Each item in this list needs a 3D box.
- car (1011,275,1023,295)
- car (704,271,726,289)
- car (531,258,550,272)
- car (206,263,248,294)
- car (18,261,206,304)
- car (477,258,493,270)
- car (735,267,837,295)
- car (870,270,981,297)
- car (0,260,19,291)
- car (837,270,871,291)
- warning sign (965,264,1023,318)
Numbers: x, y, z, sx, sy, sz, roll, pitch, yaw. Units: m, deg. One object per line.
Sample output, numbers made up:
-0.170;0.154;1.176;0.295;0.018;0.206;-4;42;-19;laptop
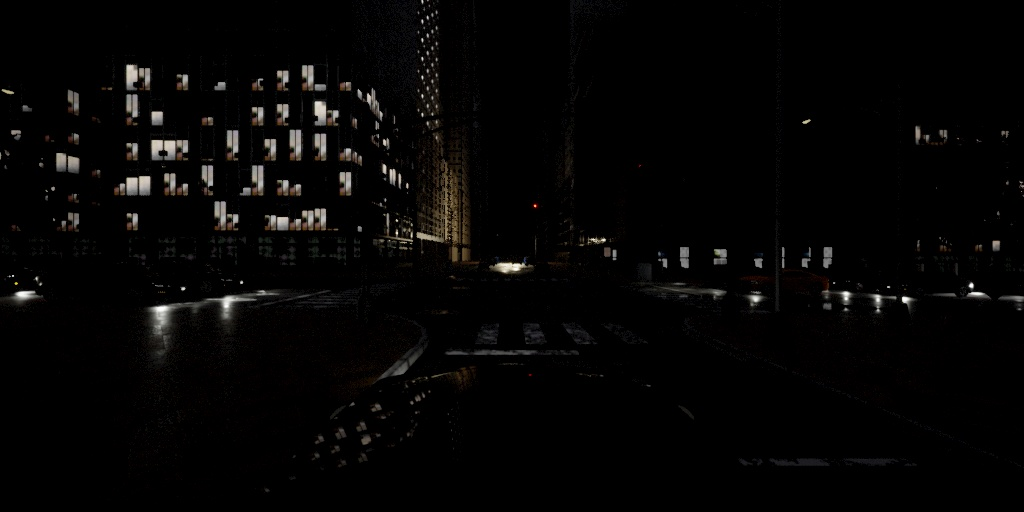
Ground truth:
35.916;2.021;23.158;4.718;1.301;1.895;1;0;-3;car
16.320;1.546;25.487;5.008;1.535;1.882;1;0;-3;car
3.873;1.329;46.604;1.948;1.339;4.313;0;0;0;car
-15.524;0.994;17.264;4.892;1.490;1.837;1;0;-3;car
-15.373;0.998;14.018;4.892;1.490;1.837;1;0;-3;car
-4.086;1.342;52.087;1.802;1.307;4.207;0;0;0;car
16.729;1.554;22.252;5.008;1.535;1.882;1;0;-3;car
26.129;1.750;22.700;4.892;1.490;1.837;1;0;-3;car
-24.429;0.891;16.844;4.181;1.385;1.994;1;0;-3;car
25.618;1.740;25.929;4.892;1.490;1.837;1;0;-3;car
17.262;1.204;12.818;1.060;1.860;1.300;0;0;-3;warning sign
